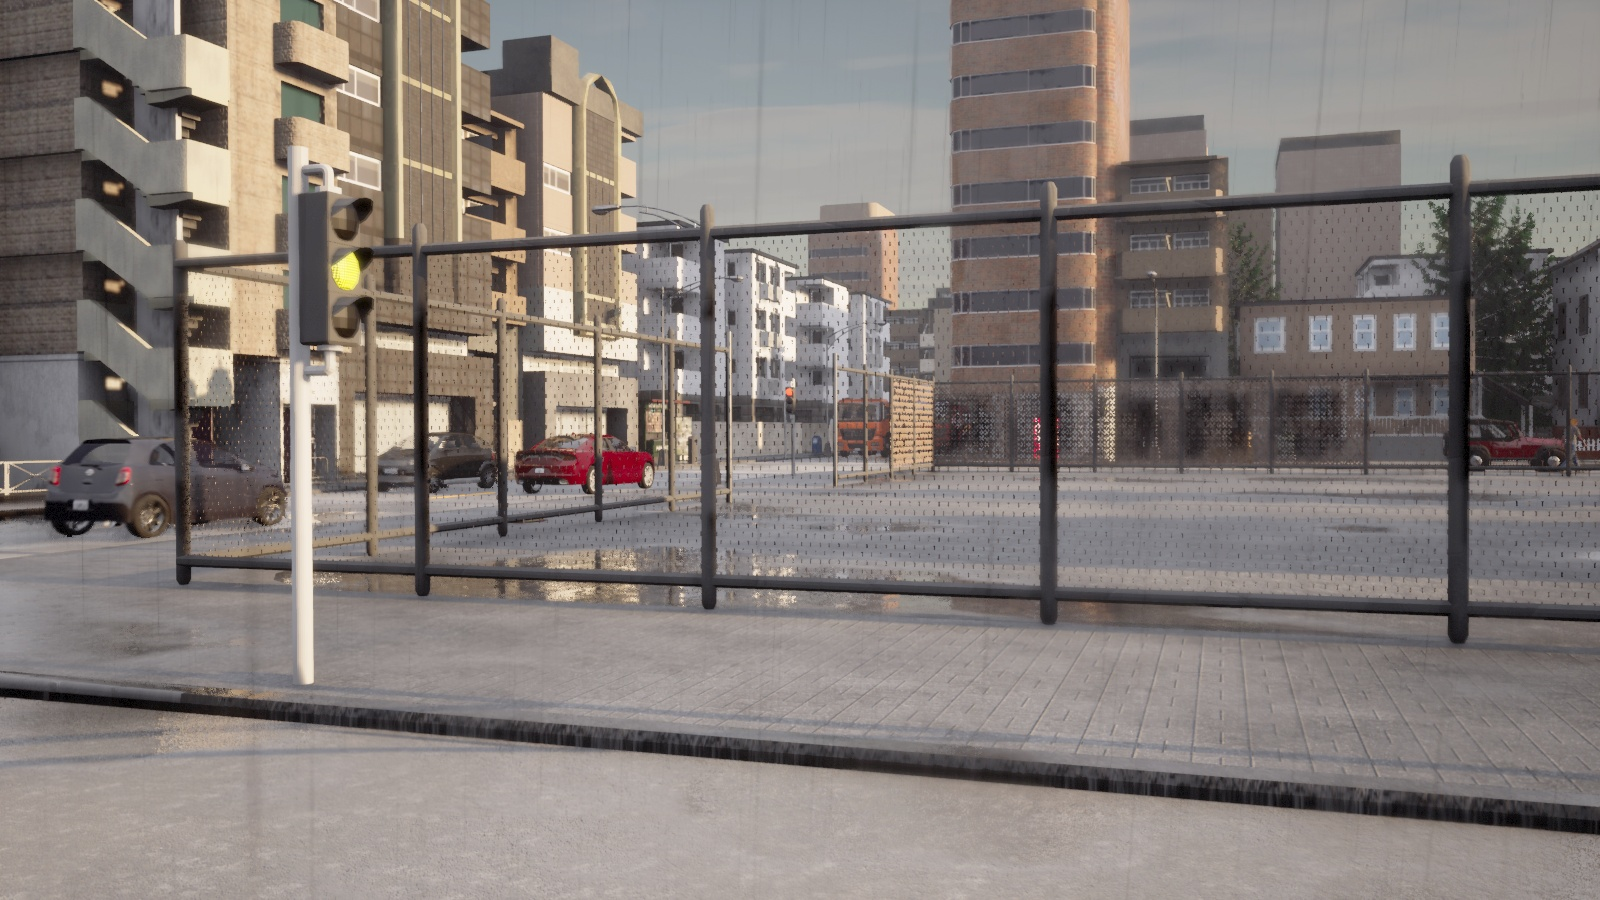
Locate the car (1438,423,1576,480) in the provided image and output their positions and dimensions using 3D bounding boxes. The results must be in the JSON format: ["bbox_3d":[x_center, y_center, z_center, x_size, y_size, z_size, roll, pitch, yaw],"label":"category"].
[{"bbox_3d":[24.331,0.020,43.354,3.866,1.878,1.905,1,1,19],"label":"car"}]

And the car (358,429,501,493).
[{"bbox_3d":[-9.606,0.243,32.841,1.789,1.549,3.705,1,1,19],"label":"car"}]

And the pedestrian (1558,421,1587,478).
[{"bbox_3d":[24.675,-0.018,40.131,0.706,1.836,0.354,0,1,-8],"label":"pedestrian"}]

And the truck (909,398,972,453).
[{"bbox_3d":[10.383,-1.776,92.243,2.891,3.827,8.468,1,1,18],"label":"truck"}]

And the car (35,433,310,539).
[{"bbox_3d":[-9.762,0.486,19.848,1.845,1.501,3.633,1,1,18],"label":"car"}]

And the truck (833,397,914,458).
[{"bbox_3d":[4.478,-1.336,74.755,2.891,3.462,7.936,1,1,18],"label":"truck"}]

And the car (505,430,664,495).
[{"bbox_3d":[-5.473,0.262,32.603,1.882,1.535,5.008,1,1,19],"label":"car"}]
